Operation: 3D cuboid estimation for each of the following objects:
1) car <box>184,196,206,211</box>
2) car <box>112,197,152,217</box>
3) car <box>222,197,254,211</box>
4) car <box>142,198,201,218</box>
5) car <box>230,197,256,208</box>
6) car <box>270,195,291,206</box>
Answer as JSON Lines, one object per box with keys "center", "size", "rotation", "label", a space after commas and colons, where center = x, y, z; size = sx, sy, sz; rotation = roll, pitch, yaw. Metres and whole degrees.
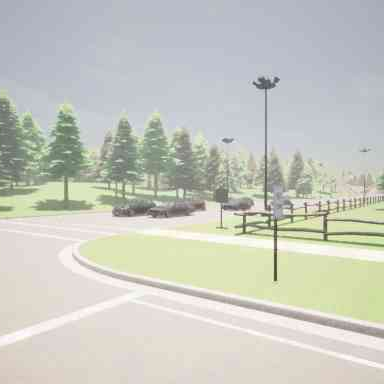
{"center": [-0.278, 1.352, 38.657], "size": [2.097, 1.767, 4.553], "rotation": [0, 0, 35], "label": "car"}
{"center": [-5.371, 1.352, 31.410], "size": [2.097, 1.767, 4.553], "rotation": [0, 0, 35], "label": "car"}
{"center": [5.585, 1.547, 40.925], "size": [2.033, 1.411, 5.357], "rotation": [0, 0, 35], "label": "car"}
{"center": [-1.752, 1.547, 30.476], "size": [2.033, 1.411, 5.357], "rotation": [0, 0, 35], "label": "car"}
{"center": [7.678, 1.505, 49.952], "size": [1.837, 1.490, 4.892], "rotation": [0, 0, 35], "label": "car"}
{"center": [14.031, 1.351, 52.840], "size": [2.097, 1.767, 4.553], "rotation": [0, 0, 36], "label": "car"}
